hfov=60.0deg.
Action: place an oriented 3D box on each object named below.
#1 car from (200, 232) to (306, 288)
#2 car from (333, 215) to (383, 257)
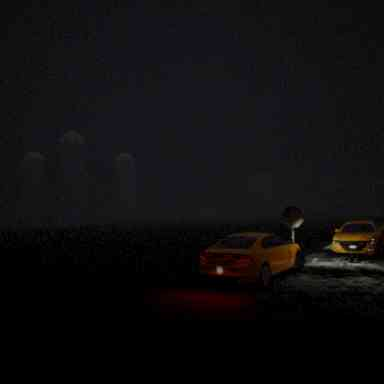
[{"bbox_3d":[2.194,2.101,11.347,1.882,1.535,5.008,-5,-4,35],"label":"car"},{"bbox_3d":[8.271,2.153,16.301,1.882,1.535,5.008,-5,-4,34],"label":"car"}]
